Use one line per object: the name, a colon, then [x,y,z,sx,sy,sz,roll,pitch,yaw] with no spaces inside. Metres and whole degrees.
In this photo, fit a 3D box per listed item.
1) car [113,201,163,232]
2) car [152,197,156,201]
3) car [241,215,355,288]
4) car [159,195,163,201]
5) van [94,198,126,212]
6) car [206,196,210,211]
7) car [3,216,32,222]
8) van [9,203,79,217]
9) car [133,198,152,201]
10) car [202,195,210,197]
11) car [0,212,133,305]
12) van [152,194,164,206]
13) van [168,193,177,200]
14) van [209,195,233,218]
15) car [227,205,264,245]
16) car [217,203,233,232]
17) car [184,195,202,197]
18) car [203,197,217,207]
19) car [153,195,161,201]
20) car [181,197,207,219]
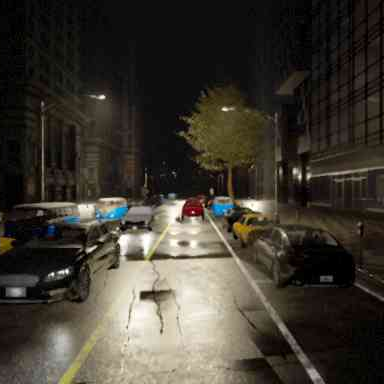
car: [-3.081,1.538,20.509,2.033,1.411,5.357,0,0,0]
car: [-5.778,1.571,40.255,1.802,1.307,4.206,0,0,0]
car: [2.758,1.547,9.004,2.008,1.369,4.403,0,0,0]
car: [-5.782,1.557,51.082,1.947,1.339,4.313,0,0,0]
van: [-5.773,1.332,24.016,1.690,1.788,3.998,0,0,0]
car: [2.747,1.540,40.738,2.008,1.369,4.403,0,0,0]
car: [-5.766,1.522,7.606,1.752,1.417,4.829,0,0,0]
van: [-5.769,1.335,13.189,1.690,1.788,3.998,0,0,0]
car: [-5.776,1.540,34.842,2.008,1.369,4.403,0,0,0]
car: [2.744,1.305,46.027,2.192,1.841,5.009,0,0,0]
car: [-3.066,1.488,8.261,2.128,1.511,4.902,0,0,0]
van: [-5.785,1.333,56.495,1.690,1.788,3.998,0,0,0]
van: [-5.812,1.358,94.480,1.690,1.788,3.998,0,0,0]
van: [2.750,1.331,30.160,1.690,1.788,3.998,0,0,0]
car: [2.756,1.519,14.463,1.752,1.417,4.829,0,0,0]
car: [2.754,1.558,19.583,1.947,1.339,4.313,0,0,0]
car: [0.083,1.515,45.779,1.812,1.442,4.674,0,0,0]
car: [2.743,1.536,51.316,1.887,1.381,4.507,0,0,0]
car: [-5.780,1.534,45.669,1.887,1.381,4.507,0,0,0]
car: [0.085,1.467,28.848,1.882,1.535,5.008,0,0,0]
